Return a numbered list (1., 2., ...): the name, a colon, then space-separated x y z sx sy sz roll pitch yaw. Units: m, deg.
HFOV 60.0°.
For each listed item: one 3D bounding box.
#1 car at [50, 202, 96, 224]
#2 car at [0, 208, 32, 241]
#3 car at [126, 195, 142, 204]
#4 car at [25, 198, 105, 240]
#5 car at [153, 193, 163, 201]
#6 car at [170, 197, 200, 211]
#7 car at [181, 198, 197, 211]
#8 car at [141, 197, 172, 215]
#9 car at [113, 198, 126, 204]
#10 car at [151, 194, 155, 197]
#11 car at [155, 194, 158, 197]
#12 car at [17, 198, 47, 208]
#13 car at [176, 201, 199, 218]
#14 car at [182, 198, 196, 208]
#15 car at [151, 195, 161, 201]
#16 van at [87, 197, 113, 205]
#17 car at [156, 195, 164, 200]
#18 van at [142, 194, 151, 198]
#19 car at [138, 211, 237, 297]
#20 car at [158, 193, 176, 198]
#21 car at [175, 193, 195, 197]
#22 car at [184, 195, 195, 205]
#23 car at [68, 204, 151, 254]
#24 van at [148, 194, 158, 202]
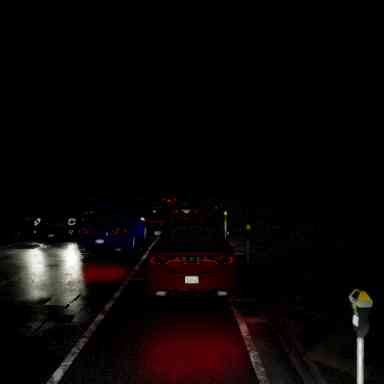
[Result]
1. car: -8.910 1.544 25.344 1.887 1.381 4.507 0 0 0
2. car: -8.910 1.565 14.070 1.947 1.339 4.313 0 0 0
3. car: -8.911 1.439 47.891 1.967 1.590 4.097 0 0 0
4. car: -6.246 1.351 16.993 2.097 1.767 4.553 0 0 0
5. car: -8.912 1.324 87.347 2.192 1.841 5.009 0 0 0
6. car: -0.386 1.439 25.353 1.967 1.590 4.097 0 0 0
7. car: -0.385 1.543 42.263 1.887 1.381 4.507 0 0 0
8. car: -3.146 1.476 30.394 1.882 1.535 5.008 0 0 0
9. car: -8.911 1.439 36.617 1.967 1.590 4.097 0 0 0
10. car: -8.911 1.525 64.631 1.752 1.417 4.829 0 0 0
11. car: -8.911 1.552 70.437 2.008 1.369 4.403 0 0 0
12. car: -8.911 1.314 19.706 2.192 1.841 5.009 0 0 0
13. car: -0.385 1.565 30.990 1.947 1.339 4.313 0 0 0
14. car: -0.385 1.564 47.899 1.947 1.339 4.313 0 0 0
15. car: -8.911 1.446 81.710 1.967 1.590 4.097 0 0 0
16. van: -8.911 1.340 30.980 1.690 1.788 3.998 0 0 0
17. car: -8.911 1.577 92.984 1.947 1.339 4.313 0 0 0
18. van: -8.911 1.340 59.164 1.690 1.788 3.998 0 0 0
19. car: -0.006 1.477 8.651 1.882 1.535 5.008 0 0 0
20. car: -3.046 1.220 46.472 2.150 2.045 5.566 0 0 0
21. car: -0.386 1.314 36.627 2.192 1.841 5.009 0 0 0
22. car: -0.386 1.439 59.171 1.967 1.590 4.097 0 0 0
23. car: -3.045 1.477 13.457 1.882 1.535 5.008 0 0 0
24. van: -8.912 1.345 76.073 1.690 1.788 3.998 0 0 0
